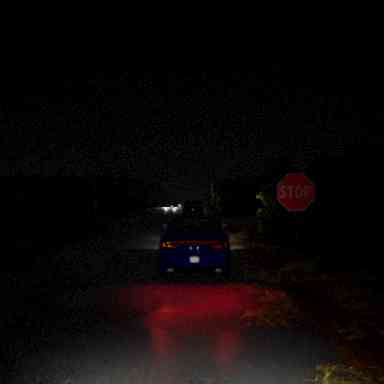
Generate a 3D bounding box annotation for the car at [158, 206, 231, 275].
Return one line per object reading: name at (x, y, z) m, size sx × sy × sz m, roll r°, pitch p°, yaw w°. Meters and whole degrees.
car at (0.073, 1.432, 10.345) m, size 1.882 × 1.535 × 5.008 m, roll 0°, pitch 0°, yaw 0°

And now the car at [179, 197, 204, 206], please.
car at (0.099, 1.432, 33.003) m, size 2.128 × 1.511 × 4.902 m, roll 0°, pitch 0°, yaw 0°

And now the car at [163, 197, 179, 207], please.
car at (-3.163, 1.509, 49.495) m, size 1.994 × 1.385 × 4.181 m, roll 0°, pitch 0°, yaw 0°

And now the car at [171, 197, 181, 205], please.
car at (-3.101, 1.672, 65.270) m, size 1.837 × 1.490 × 4.892 m, roll 0°, pitch -1°, yaw 1°
